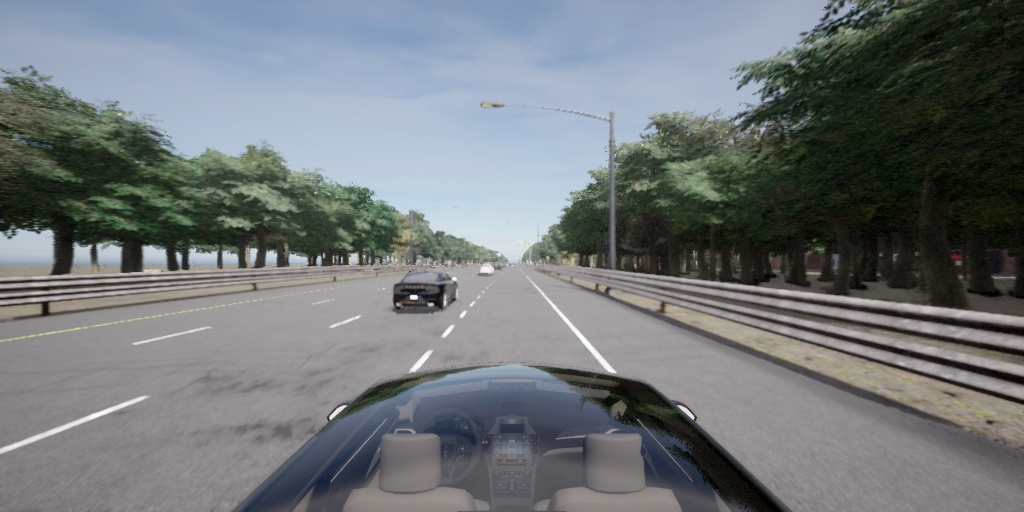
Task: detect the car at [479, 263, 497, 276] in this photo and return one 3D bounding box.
[{"bbox_3d":[-3.380,1.867,48.388,1.812,1.442,4.674,0,-1,0],"label":"car"}]

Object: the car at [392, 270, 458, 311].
[{"bbox_3d":[-3.488,1.338,15.239,1.882,1.535,5.008,0,-1,0],"label":"car"}]
